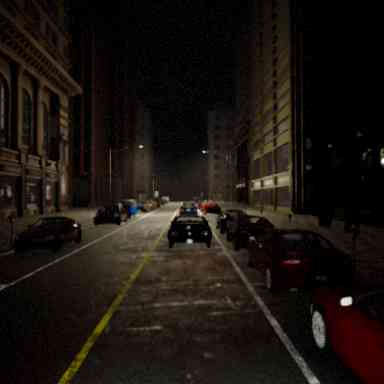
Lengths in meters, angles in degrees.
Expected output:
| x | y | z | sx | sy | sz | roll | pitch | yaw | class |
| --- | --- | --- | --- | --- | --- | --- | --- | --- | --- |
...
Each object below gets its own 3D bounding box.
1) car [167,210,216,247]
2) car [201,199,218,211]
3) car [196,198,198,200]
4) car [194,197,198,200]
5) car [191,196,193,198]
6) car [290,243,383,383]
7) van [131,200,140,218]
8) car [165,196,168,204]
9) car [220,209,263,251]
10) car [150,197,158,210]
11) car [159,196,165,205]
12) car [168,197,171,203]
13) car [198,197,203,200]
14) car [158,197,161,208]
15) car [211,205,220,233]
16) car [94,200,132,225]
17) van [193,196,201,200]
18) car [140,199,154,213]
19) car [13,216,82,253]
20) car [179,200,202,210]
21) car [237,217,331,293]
| x | y | z | sx | sy | sz | roll | pitch | yaw | class |
| --- | --- | --- | --- | --- | --- | --- | --- | --- | --- |
| -0.111 | 1.737 | 15.775 | 1.895 | 1.301 | 4.718 | 0 | 0 | -1 | car |
| 2.201 | 1.846 | 37.042 | 1.887 | 1.381 | 4.507 | 1 | 0 | -1 | car |
| 1.977 | 1.979 | 53.914 | 1.887 | 1.381 | 4.507 | 1 | 0 | -1 | car |
| 1.903 | 2.029 | 59.538 | 2.008 | 1.369 | 4.403 | 1 | 0 | -1 | car |
| 1.533 | 2.012 | 87.660 | 2.192 | 1.841 | 5.009 | 1 | 0 | -1 | car |
| 2.647 | 1.567 | 3.297 | 1.887 | 1.381 | 4.507 | 0 | 0 | -1 | car |
| -6.248 | 1.620 | 31.300 | 1.690 | 1.788 | 3.998 | 1 | 0 | -1 | van |
| -6.769 | 2.029 | 70.665 | 1.967 | 1.590 | 4.097 | 1 | 0 | -1 | car |
| 2.498 | 1.663 | 14.545 | 1.887 | 1.381 | 4.507 | 0 | 0 | -1 | car |
| -6.472 | 1.854 | 48.170 | 1.967 | 1.590 | 4.097 | 1 | 0 | -1 | car |
| -6.619 | 1.817 | 59.419 | 2.192 | 1.841 | 5.009 | 1 | 0 | -1 | car |
| -6.919 | 2.258 | 81.911 | 1.802 | 1.307 | 4.206 | 1 | 0 | -1 | car |
| 2.127 | 1.786 | 42.667 | 1.967 | 1.590 | 4.097 | 1 | 0 | -1 | car |
| -6.545 | 1.982 | 53.623 | 1.752 | 1.417 | 4.829 | 1 | 0 | -1 | car |
| 2.424 | 1.731 | 20.170 | 1.947 | 1.339 | 4.313 | 0 | 0 | -1 | car |
| -6.174 | 1.674 | 25.675 | 1.967 | 1.590 | 4.097 | 1 | 0 | -1 | car |
| 1.682 | 1.950 | 76.411 | 1.690 | 1.788 | 3.998 | 1 | 0 | -1 | van |
| -6.399 | 1.935 | 42.546 | 1.947 | 1.339 | 4.313 | 1 | 0 | -1 | car |
| -6.027 | 1.723 | 14.427 | 1.802 | 1.307 | 4.206 | 1 | 0 | -1 | car |
| -0.351 | 1.838 | 34.795 | 2.033 | 1.411 | 5.357 | 0 | 0 | -1 | car |
| 2.573 | 1.615 | 8.921 | 1.887 | 1.381 | 4.507 | 0 | 0 | -1 | car |
